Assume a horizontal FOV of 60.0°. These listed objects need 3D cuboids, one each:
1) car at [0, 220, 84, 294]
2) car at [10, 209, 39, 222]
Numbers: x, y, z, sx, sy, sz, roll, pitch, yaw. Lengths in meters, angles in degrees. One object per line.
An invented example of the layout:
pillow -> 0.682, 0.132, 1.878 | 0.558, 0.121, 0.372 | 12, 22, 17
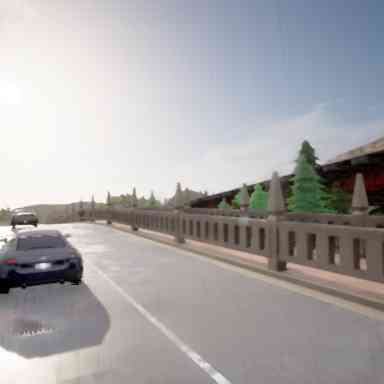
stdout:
car -> -4.427, 1.742, 9.593 | 1.994, 1.385, 4.181 | -1, -1, -28
car -> -13.634, 2.164, 27.119 | 2.128, 1.511, 4.902 | -1, -3, -28
